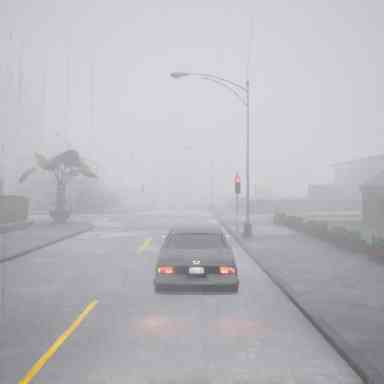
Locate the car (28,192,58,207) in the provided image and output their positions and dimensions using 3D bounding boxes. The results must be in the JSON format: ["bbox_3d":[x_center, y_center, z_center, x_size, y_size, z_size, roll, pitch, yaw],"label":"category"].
[{"bbox_3d":[-19.744,0.985,43.924,1.905,1.878,3.866,0,0,35],"label":"car"}]

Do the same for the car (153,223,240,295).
[{"bbox_3d":[0.100,1.547,8.879,2.033,1.411,5.357,0,0,0],"label":"car"}]
